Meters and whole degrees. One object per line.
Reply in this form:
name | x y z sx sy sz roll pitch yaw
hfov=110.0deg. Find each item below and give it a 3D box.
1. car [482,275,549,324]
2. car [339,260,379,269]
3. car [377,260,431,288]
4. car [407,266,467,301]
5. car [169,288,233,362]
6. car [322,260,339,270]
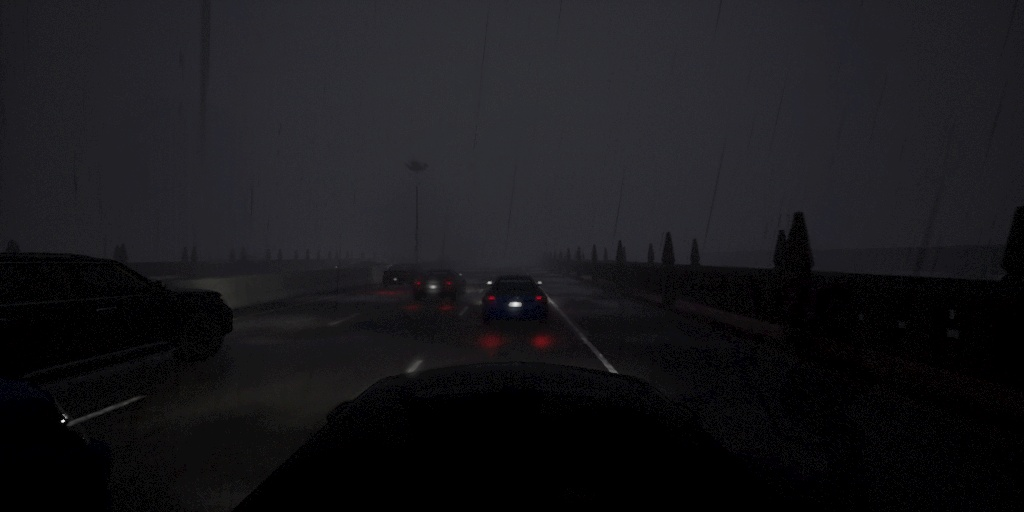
car | 0.098 1.309 11.942 1.994 1.385 4.181 0 0 0
car | -14.103 1.211 34.120 1.882 1.535 5.008 0 0 0
car | -6.905 1.217 23.674 1.882 1.535 5.008 0 0 0
car | -3.403 1.306 17.475 1.994 1.385 4.181 0 0 0
car | -6.901 0.970 5.089 2.150 2.045 5.566 0 0 0
car | -21.094 1.207 43.463 1.882 1.535 5.008 0 0 0
